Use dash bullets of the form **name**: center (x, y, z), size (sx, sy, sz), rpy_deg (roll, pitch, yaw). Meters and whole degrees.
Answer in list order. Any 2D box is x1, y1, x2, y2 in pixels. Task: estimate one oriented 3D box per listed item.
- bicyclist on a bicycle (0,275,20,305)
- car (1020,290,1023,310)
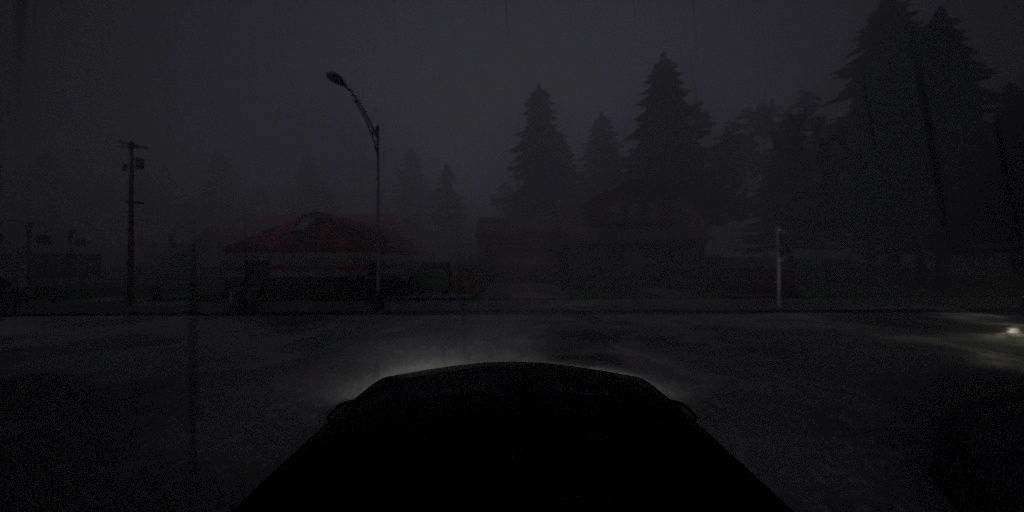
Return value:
- **bicyclist on a bicycle**: center (-23.563, 1.494, 16.324), size (0.582, 1.620, 1.656), rpy_deg (0, -1, 1)
- **car**: center (19.018, 1.211, 11.023), size (5.008, 1.535, 1.882), rpy_deg (0, -1, 2)
